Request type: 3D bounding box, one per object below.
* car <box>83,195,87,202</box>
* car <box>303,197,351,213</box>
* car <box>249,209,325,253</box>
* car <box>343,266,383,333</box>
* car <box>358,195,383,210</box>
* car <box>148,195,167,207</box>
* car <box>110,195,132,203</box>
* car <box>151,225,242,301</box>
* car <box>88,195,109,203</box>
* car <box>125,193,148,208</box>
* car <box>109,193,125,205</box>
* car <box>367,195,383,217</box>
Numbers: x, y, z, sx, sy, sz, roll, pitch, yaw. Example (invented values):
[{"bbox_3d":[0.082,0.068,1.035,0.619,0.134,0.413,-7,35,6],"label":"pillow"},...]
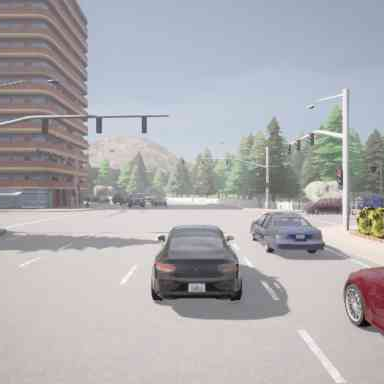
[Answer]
[{"bbox_3d":[-22.577,1.500,73.801,4.892,1.490,1.837,0,0,31],"label":"car"},{"bbox_3d":[14.113,1.407,35.030,4.553,1.767,2.097,0,0,1],"label":"car"},{"bbox_3d":[3.653,1.548,13.642,2.033,1.411,5.357,0,0,1],"label":"car"},{"bbox_3d":[3.600,1.526,4.055,1.812,1.442,4.674,0,0,1],"label":"car"},{"bbox_3d":[16.911,1.276,27.785,5.566,2.045,2.150,0,0,1],"label":"car"},{"bbox_3d":[-5.051,1.505,50.632,1.837,1.490,4.892,0,0,-17],"label":"car"},{"bbox_3d":[-14.508,1.491,67.497,2.128,1.511,4.902,0,0,-44],"label":"car"},{"bbox_3d":[0.100,1.526,8.180,1.812,1.442,4.674,0,0,0],"label":"car"},{"bbox_3d":[-18.221,1.352,66.165,4.553,1.767,2.097,0,0,44],"label":"car"},{"bbox_3d":[-8.206,1.221,48.731,2.150,2.045,5.566,0,0,-14],"label":"car"},{"bbox_3d":[-12.120,1.221,58.332,2.150,2.045,5.566,0,0,-31],"label":"car"},{"bbox_3d":[19.913,1.277,31.465,5.566,2.045,2.150,0,0,0],"label":"car"}]
